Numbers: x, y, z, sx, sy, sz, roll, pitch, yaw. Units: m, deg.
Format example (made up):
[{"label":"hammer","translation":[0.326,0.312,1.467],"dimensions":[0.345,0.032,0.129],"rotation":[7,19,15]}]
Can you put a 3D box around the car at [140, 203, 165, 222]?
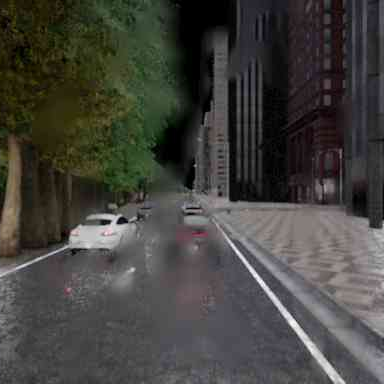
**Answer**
[{"label":"car","translation":[-3.422,1.629,27.923],"dimensions":[2.128,1.511,4.902],"rotation":[0,0,0]}]

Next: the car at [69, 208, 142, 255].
[{"label":"car","translation":[-3.422,1.586,13.423],"dimensions":[1.812,1.442,4.674],"rotation":[0,0,1]}]

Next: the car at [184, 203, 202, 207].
[{"label":"car","translation":[0.077,1.627,27.802],"dimensions":[2.128,1.511,4.902],"rotation":[0,0,0]}]

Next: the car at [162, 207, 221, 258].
[{"label":"car","translation":[0.076,1.564,12.981],"dimensions":[1.837,1.490,4.892],"rotation":[0,0,0]}]
